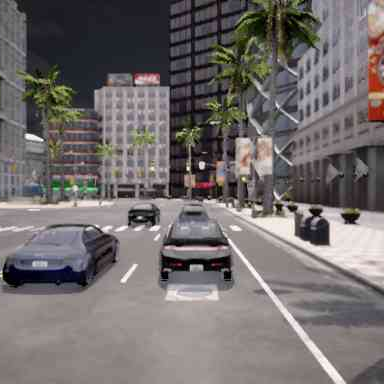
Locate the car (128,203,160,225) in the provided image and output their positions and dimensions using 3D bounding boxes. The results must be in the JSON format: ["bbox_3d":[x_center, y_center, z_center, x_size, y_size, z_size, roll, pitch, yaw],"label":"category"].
[{"bbox_3d":[-3.397,1.524,24.214,1.882,1.535,5.008,0,0,0],"label":"car"}]

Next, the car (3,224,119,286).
[{"bbox_3d":[-3.400,1.582,9.445,1.994,1.385,4.181,0,0,0],"label":"car"}]

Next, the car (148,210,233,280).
[{"bbox_3d":[0.100,1.512,9.993,2.128,1.511,4.902,0,0,0],"label":"car"}]

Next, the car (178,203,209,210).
[{"bbox_3d":[0.101,1.551,22.763,1.837,1.490,4.892,0,0,0],"label":"car"}]
